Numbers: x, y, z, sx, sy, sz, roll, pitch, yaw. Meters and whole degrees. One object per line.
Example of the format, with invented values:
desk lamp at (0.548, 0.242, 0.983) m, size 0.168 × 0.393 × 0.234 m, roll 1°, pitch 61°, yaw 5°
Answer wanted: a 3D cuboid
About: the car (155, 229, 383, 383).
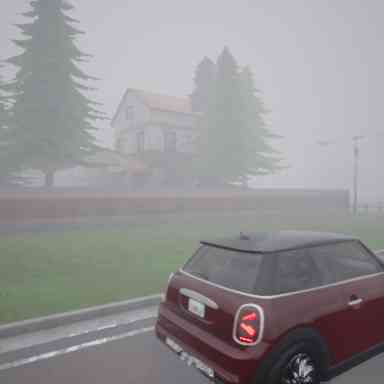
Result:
car at (1.804, 1.362, 5.038) m, size 4.553 × 1.767 × 2.097 m, roll 0°, pitch 0°, yaw -34°
